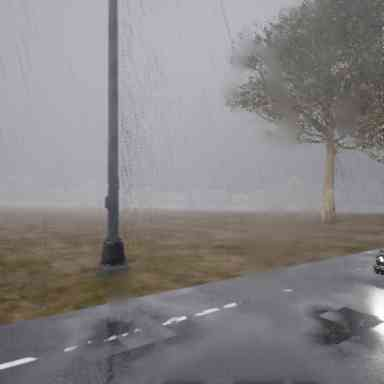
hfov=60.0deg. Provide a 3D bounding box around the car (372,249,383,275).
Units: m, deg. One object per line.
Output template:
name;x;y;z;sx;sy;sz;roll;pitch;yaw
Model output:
car;7.086;1.549;9.049;5.357;1.411;2.033;0;0;-35
